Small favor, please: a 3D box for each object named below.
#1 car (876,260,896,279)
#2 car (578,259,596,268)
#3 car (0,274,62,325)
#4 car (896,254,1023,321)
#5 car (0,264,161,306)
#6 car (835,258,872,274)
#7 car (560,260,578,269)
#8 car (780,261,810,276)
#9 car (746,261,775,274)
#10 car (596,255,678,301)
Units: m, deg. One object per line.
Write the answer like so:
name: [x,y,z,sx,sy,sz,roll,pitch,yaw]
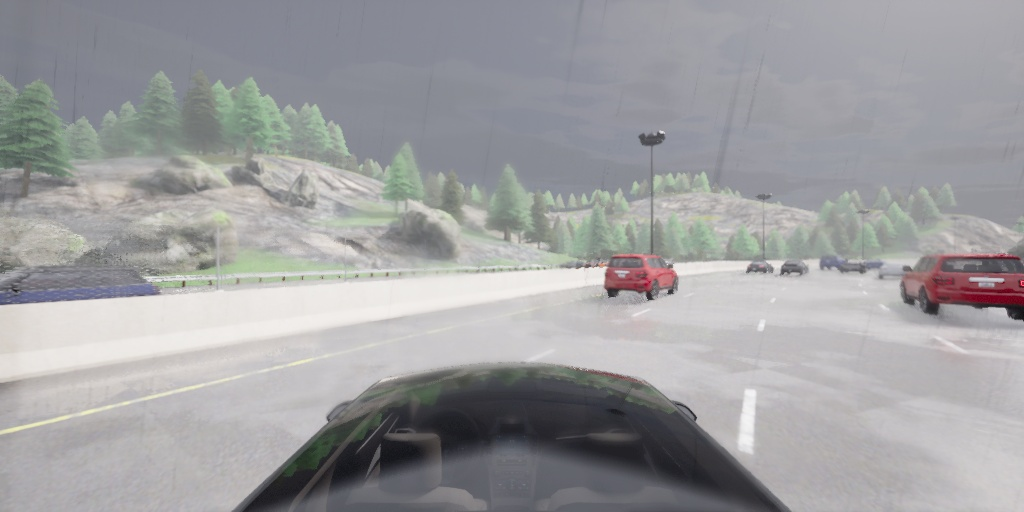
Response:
car: [33.496,1.273,31.406,4.674,1.442,1.812,0,0,-43]
car: [11.726,1.117,49.599,4.553,1.767,2.097,0,0,-44]
car: [-16.364,1.323,10.264,1.994,1.385,4.181,0,0,33]
car: [15.860,0.966,12.751,2.150,2.045,5.566,0,-1,40]
car: [-12.589,1.110,9.628,2.097,1.767,4.553,0,0,34]
car: [38.799,1.240,40.700,4.902,1.511,2.128,0,0,-40]
car: [9.265,1.311,52.088,5.357,1.411,2.033,0,0,-44]
car: [29.244,1.253,37.033,4.892,1.490,1.837,1,-1,-43]
car: [28.290,1.278,40.873,4.674,1.442,1.812,0,0,-42]
car: [6.505,0.972,17.837,2.150,2.045,5.566,0,0,39]
